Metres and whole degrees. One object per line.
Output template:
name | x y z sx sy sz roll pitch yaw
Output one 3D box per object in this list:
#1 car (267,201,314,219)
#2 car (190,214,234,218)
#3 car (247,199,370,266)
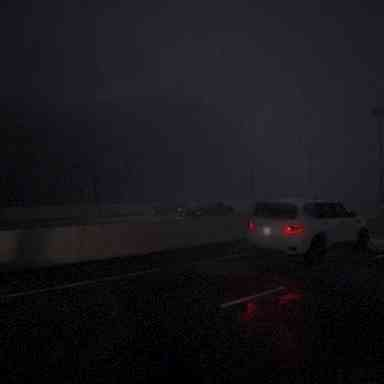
car | 9.457 1.650 31.615 2.033 1.411 5.357 -1 0 44
car | 1.554 1.611 28.686 5.008 1.535 1.882 0 0 -44
car | 4.349 1.258 12.022 5.566 2.045 2.150 0 0 -41
